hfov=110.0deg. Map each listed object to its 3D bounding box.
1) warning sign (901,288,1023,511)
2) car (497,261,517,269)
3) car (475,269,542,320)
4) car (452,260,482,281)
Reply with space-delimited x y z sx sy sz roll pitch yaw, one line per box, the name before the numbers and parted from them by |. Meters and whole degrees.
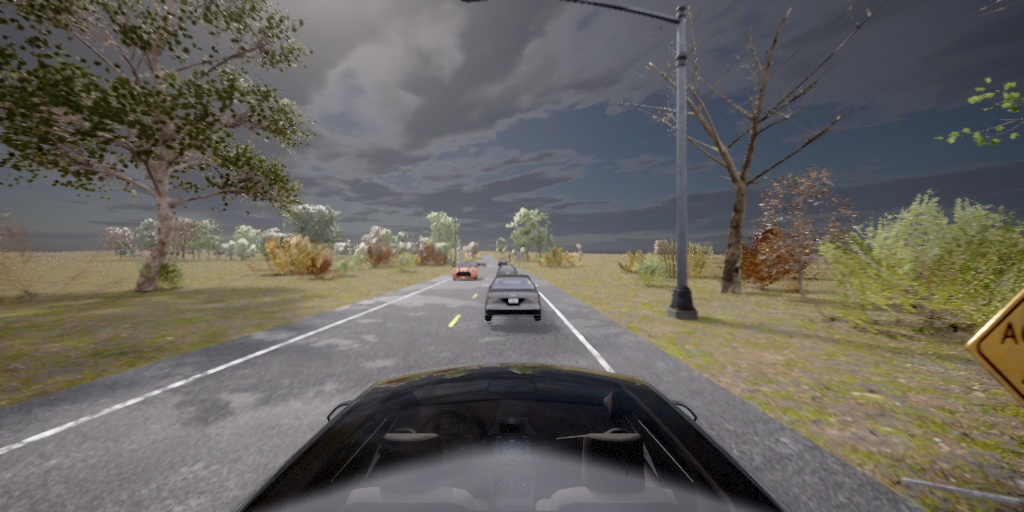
warning sign | 3.552 0.867 2.337 1.300 1.860 1.060 0 0 0
car | -0.464 1.457 33.364 1.994 1.385 4.181 0 0 -2
car | 0.010 1.351 12.853 2.033 1.411 5.357 0 0 -1
car | -4.125 1.244 32.277 2.097 1.767 4.553 0 0 -2
